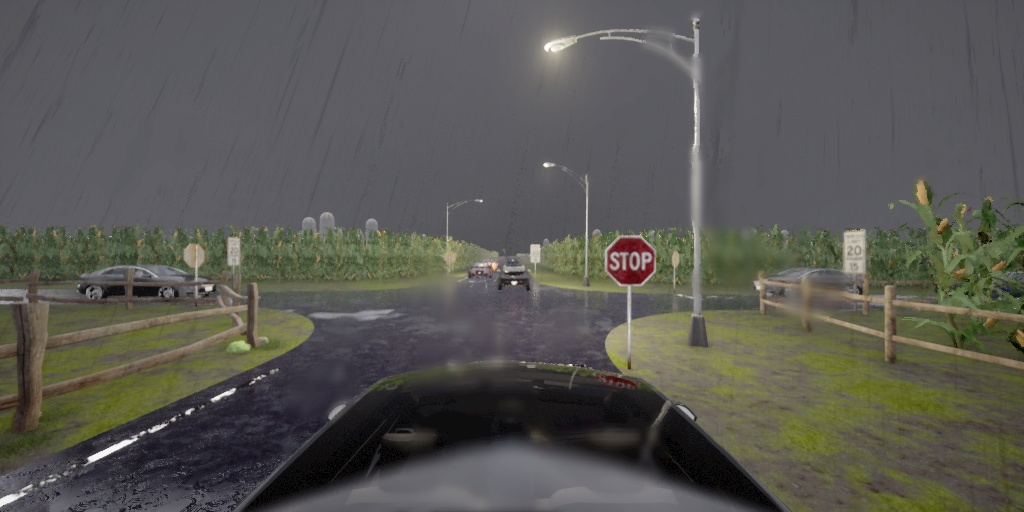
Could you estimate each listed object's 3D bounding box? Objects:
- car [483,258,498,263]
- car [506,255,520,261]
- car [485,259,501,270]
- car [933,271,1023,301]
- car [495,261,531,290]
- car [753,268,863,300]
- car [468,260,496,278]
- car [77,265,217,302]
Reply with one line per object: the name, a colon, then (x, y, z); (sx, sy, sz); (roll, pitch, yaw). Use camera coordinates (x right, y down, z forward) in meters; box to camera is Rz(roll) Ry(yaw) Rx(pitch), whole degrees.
car: (-2.796, 1.071, 43.094); (2.097, 1.767, 4.553); (0, 0, 0)
car: (0.164, 0.911, 64.519); (2.150, 2.045, 5.566); (0, 0, 0)
car: (-2.775, 1.198, 53.403); (2.128, 1.511, 4.902); (0, 0, 0)
car: (24.670, 1.478, 17.911); (5.357, 1.411, 2.033); (0, -1, 1)
car: (0.124, 1.243, 22.526); (1.837, 1.490, 4.892); (0, 0, 0)
car: (14.860, 1.354, 18.013); (4.902, 1.511, 2.128); (0, -1, 1)
car: (-2.819, 1.293, 33.004); (1.994, 1.385, 4.181); (0, 0, 0)
car: (-15.527, 1.137, 15.438); (4.902, 1.511, 2.128); (0, -1, -1)
